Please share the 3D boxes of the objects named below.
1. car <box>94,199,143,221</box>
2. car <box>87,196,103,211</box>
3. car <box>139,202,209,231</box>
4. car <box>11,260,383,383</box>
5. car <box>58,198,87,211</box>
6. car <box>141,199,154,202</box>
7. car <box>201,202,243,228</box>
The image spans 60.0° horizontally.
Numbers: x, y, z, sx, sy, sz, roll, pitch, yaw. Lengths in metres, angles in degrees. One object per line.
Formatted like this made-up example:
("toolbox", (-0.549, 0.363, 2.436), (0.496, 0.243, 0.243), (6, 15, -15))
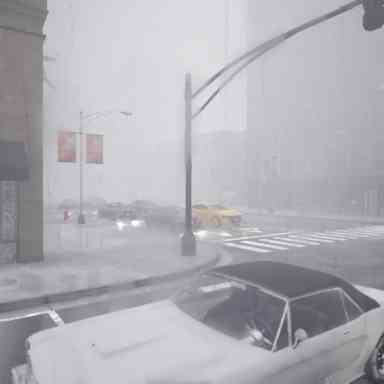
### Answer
("car", (-6.131, 1.529, 27.254), (1.994, 1.385, 4.181), (0, 0, -37))
("car", (-11.651, 1.293, 40.505), (2.097, 1.767, 4.553), (0, 0, -36))
("car", (-1.210, 1.542, 20.437), (1.994, 1.385, 4.181), (0, 0, -36))
("car", (0.632, 1.601, 3.825), (4.718, 1.301, 1.895), (0, 0, -35))
("car", (-13.981, 1.471, 38.182), (1.812, 1.442, 4.674), (0, 0, -36))
("car", (-4.252, 1.464, 30.216), (1.837, 1.490, 4.892), (0, 0, -36))
("car", (1.298, 1.451, 22.518), (1.882, 1.535, 5.008), (0, 0, -35))
